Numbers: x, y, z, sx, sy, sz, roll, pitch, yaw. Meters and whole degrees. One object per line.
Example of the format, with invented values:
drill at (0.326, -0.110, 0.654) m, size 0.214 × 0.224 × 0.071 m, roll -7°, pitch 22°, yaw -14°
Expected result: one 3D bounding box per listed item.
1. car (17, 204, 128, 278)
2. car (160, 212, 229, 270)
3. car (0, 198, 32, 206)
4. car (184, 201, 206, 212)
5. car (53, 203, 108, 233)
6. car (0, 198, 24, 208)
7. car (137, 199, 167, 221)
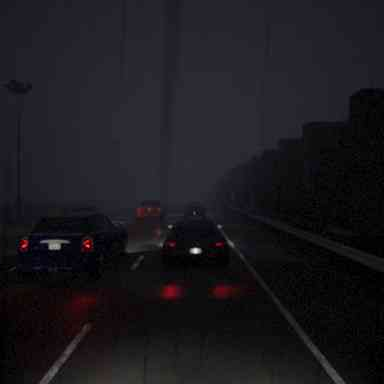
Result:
car at (-3.400, 1.370, 10.361) m, size 2.097 × 1.767 × 4.553 m, roll 0°, pitch 0°, yaw 0°
car at (0.100, 1.584, 11.112) m, size 1.994 × 1.385 × 4.181 m, roll 0°, pitch 0°, yaw 0°
car at (-20.753, 1.561, 39.191) m, size 2.128 × 1.511 × 4.902 m, roll 0°, pitch 0°, yaw 2°
car at (0.255, 1.580, 30.302) m, size 1.812 × 1.442 × 4.674 m, roll 0°, pitch 0°, yaw 1°
car at (-6.882, 1.542, 21.081) m, size 1.837 × 1.490 × 4.892 m, roll 0°, pitch 0°, yaw 0°
car at (-27.360, 1.617, 49.965) m, size 1.812 × 1.442 × 4.674 m, roll 0°, pitch 0°, yaw 2°
car at (-3.294, 1.402, 28.144) m, size 2.097 × 1.767 × 4.553 m, roll 0°, pitch 0°, yaw 1°
